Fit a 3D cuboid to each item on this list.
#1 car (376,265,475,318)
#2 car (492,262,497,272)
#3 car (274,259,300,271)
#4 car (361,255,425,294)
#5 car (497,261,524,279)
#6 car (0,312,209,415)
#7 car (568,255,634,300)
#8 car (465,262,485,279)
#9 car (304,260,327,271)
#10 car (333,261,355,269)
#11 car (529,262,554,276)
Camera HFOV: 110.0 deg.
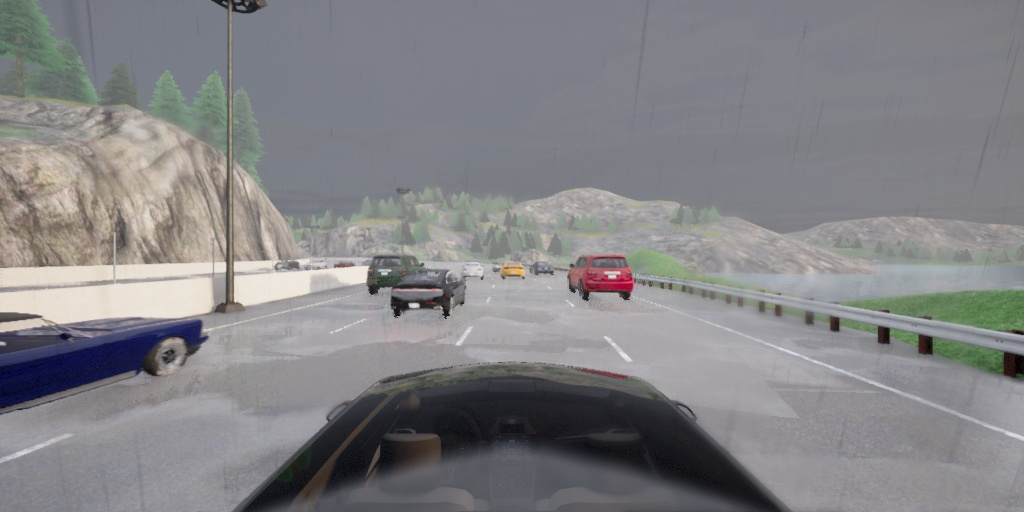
[{"bbox_3d":[-2.824,1.235,12.978,2.128,1.511,4.902,0,0,1],"label":"car"},{"bbox_3d":[-1.376,1.327,43.962,1.895,1.301,4.718,0,0,-8],"label":"car"},{"bbox_3d":[-30.747,1.209,49.079,2.128,1.511,4.902,0,0,-11],"label":"car"},{"bbox_3d":[-6.340,0.961,20.293,2.150,2.045,5.566,0,0,-2],"label":"car"},{"bbox_3d":[-0.032,1.211,32.295,1.882,1.535,5.008,0,0,-5],"label":"car"},{"bbox_3d":[-6.632,1.347,4.453,1.895,1.301,4.718,0,0,4],"label":"car"},{"bbox_3d":[4.201,0.964,17.772,2.150,2.045,5.566,0,0,0],"label":"car"},{"bbox_3d":[-3.460,1.258,31.583,1.812,1.442,4.674,0,0,-5],"label":"car"},{"bbox_3d":[-27.371,1.242,50.074,1.812,1.442,4.674,0,0,-11],"label":"car"},{"bbox_3d":[-24.055,1.317,51.387,1.895,1.301,4.718,0,0,-12],"label":"car"},{"bbox_3d":[3.025,1.279,37.411,2.033,1.411,5.357,0,0,-7],"label":"car"}]
